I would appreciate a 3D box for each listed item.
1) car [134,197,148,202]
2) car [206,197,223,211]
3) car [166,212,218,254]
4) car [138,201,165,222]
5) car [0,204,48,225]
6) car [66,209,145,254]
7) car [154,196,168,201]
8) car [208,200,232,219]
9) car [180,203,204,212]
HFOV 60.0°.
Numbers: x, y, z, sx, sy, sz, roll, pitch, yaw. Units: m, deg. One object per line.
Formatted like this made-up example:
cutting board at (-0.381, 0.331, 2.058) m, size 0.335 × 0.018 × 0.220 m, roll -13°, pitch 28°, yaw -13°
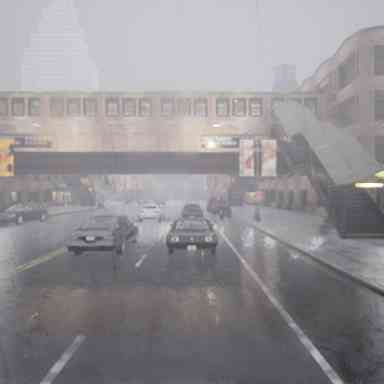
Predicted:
car at (-10.383, 2.168, 70.878) m, size 2.128 × 1.511 × 4.902 m, roll 0°, pitch -1°, yaw 0°
car at (3.180, 1.642, 45.190) m, size 2.435 × 2.045 × 5.566 m, roll 0°, pitch -1°, yaw 0°
car at (0.001, 1.730, 14.095) m, size 1.895 × 1.301 × 4.718 m, roll 0°, pitch 0°, yaw 0°
car at (-3.492, 1.795, 29.377) m, size 1.812 × 1.442 × 4.674 m, roll 0°, pitch 0°, yaw 0°
car at (-13.505, 1.724, 26.563) m, size 2.231 × 1.521 × 4.892 m, roll 0°, pitch -1°, yaw 10°
car at (-3.499, 1.676, 13.977) m, size 2.033 × 1.411 × 5.357 m, roll 0°, pitch 0°, yaw 0°
car at (-6.883, 1.868, 70.852) m, size 2.150 × 2.045 × 5.566 m, roll 0°, pitch -1°, yaw 0°
car at (3.225, 1.941, 37.791) m, size 1.895 × 1.301 × 4.718 m, roll 0°, pitch -1°, yaw 0°
car at (0.006, 1.776, 29.281) m, size 1.837 × 1.490 × 4.892 m, roll 0°, pitch 0°, yaw 0°
